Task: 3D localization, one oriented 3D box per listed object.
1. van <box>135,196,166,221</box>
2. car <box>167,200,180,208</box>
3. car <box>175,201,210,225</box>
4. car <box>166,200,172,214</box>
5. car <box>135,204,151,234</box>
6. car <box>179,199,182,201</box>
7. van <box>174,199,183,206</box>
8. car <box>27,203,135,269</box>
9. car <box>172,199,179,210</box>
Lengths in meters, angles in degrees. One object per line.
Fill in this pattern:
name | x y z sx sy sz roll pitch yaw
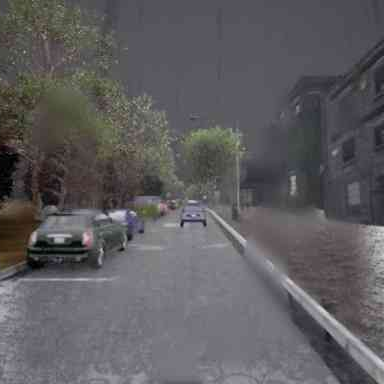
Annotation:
van | -3.658 1.333 28.362 1.878 1.987 4.442 0 0 2
car | -3.665 2.384 67.182 2.097 1.535 5.008 0 -1 2
car | 0.092 1.615 24.486 2.033 1.411 5.357 0 0 0
car | -3.665 1.448 33.785 2.185 1.767 4.553 0 0 2
car | -3.658 1.567 17.101 2.002 1.452 4.674 0 0 2
car | -3.656 2.218 61.623 2.097 1.535 5.008 1 -2 2
van | -3.654 2.798 89.590 1.878 1.987 4.442 1 -1 2
car | -3.658 1.386 11.502 2.185 1.767 4.553 0 0 2
car | -3.651 1.916 50.518 2.163 1.488 4.792 1 -2 2
